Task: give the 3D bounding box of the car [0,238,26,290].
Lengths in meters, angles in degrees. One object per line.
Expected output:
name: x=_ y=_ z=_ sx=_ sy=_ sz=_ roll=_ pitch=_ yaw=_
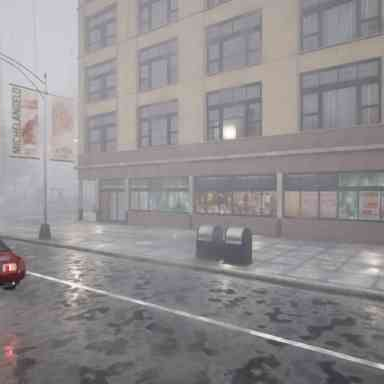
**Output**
car: x=-5.720 y=1.601 z=8.156 sx=1.895 sy=1.301 sz=4.718 roll=0 pitch=0 yaw=-42
